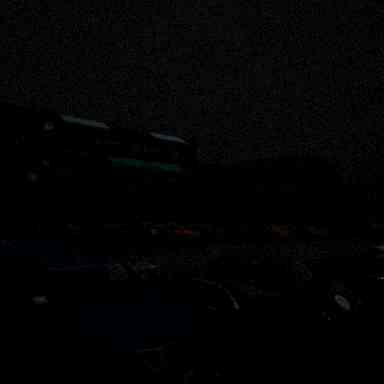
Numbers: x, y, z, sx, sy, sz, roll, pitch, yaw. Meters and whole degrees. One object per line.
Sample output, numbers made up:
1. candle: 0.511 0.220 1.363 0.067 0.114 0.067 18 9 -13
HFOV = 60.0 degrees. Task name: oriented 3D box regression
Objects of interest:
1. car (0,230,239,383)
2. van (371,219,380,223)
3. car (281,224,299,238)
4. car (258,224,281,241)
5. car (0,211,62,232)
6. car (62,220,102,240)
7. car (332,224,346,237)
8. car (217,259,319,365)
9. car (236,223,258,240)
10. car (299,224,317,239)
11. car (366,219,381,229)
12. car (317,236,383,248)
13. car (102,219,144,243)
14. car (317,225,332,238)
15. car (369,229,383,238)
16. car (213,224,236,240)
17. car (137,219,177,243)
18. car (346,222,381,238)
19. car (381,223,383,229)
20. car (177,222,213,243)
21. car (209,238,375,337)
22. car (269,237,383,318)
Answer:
1. car: -2.287 2.119 6.195 5.566 2.045 2.435 3 -2 34
2. van: 29.562 5.661 50.193 4.442 1.987 1.878 1 -3 34
3. car: 7.937 4.071 34.686 5.366 1.575 1.946 1 -3 34
4. car: 5.694 3.875 32.857 5.008 1.535 2.097 1 -4 34
5. car: -11.084 2.214 20.808 5.566 2.045 2.435 1 -3 34
6. car: -8.675 2.707 22.511 4.674 1.452 2.002 1 -3 34
7. car: 15.305 4.711 39.754 4.792 1.488 2.163 1 -4 34
8. car: 0.120 2.575 7.951 4.892 1.521 2.231 3 -2 34
9. car: 3.275 3.703 31.148 4.792 1.488 2.163 1 -3 34
10. car: 10.492 4.278 36.317 5.008 1.535 2.097 1 -3 34
11. car: 43.283 7.544 79.265 2.435 2.045 5.566 2 -2 36
12. car: 7.489 3.067 13.235 4.553 1.767 2.185 2 -2 34
13. car: -6.282 2.870 24.241 4.892 1.521 2.231 1 -4 34
14. car: 12.727 4.474 38.136 5.366 1.575 1.946 1 -3 34
15. car: 12.340 3.351 16.790 5.566 2.045 2.435 3 -2 34
16. car: 0.902 3.473 29.411 4.892 1.521 2.231 1 -4 34
17. car: -3.902 2.945 25.989 4.553 1.767 2.185 1 -4 34
18. car: 22.447 5.159 44.966 4.553 1.767 2.185 1 -4 34
19. car: 24.866 5.487 46.671 4.892 1.521 2.231 1 -3 34
20. car: -1.331 3.271 27.591 5.366 1.575 1.946 1 -4 34
21. car: 2.547 2.653 9.743 4.553 1.767 2.185 3 -2 34
22. car: 5.042 2.861 11.465 4.553 1.767 2.185 3 -2 34
